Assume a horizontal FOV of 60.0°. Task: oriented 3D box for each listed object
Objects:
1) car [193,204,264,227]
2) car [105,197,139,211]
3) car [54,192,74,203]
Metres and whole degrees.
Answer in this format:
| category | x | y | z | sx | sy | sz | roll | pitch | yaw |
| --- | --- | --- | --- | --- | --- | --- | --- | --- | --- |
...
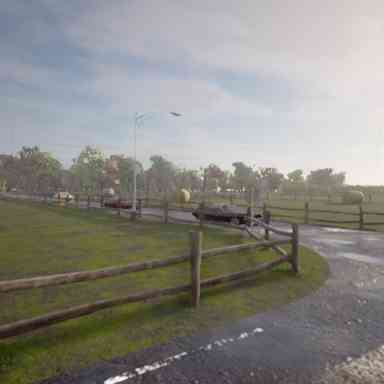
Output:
| category | x | y | z | sx | sy | sz | roll | pitch | yaw |
| --- | --- | --- | --- | --- | --- | --- | --- | --- | --- |
| car | 2.191 | 1.391 | 20.410 | 1.895 | 1.301 | 4.718 | 1 | 0 | -37 |
| car | -6.834 | 1.195 | 32.669 | 1.895 | 1.301 | 4.718 | 1 | 0 | -36 |
| car | -18.966 | 0.815 | 49.377 | 1.882 | 1.535 | 5.008 | 1 | 0 | -36 |
